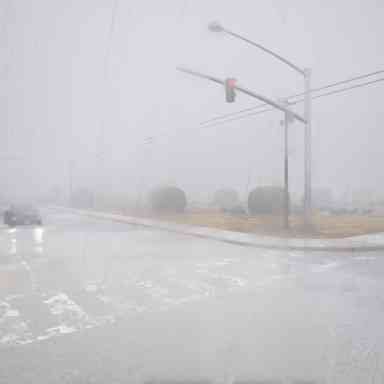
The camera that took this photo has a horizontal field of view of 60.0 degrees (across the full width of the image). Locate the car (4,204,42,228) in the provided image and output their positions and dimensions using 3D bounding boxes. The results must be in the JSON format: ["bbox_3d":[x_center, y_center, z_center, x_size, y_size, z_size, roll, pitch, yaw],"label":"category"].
[{"bbox_3d":[-11.489,1.582,22.503,1.812,1.442,4.674,0,1,-35],"label":"car"}]
